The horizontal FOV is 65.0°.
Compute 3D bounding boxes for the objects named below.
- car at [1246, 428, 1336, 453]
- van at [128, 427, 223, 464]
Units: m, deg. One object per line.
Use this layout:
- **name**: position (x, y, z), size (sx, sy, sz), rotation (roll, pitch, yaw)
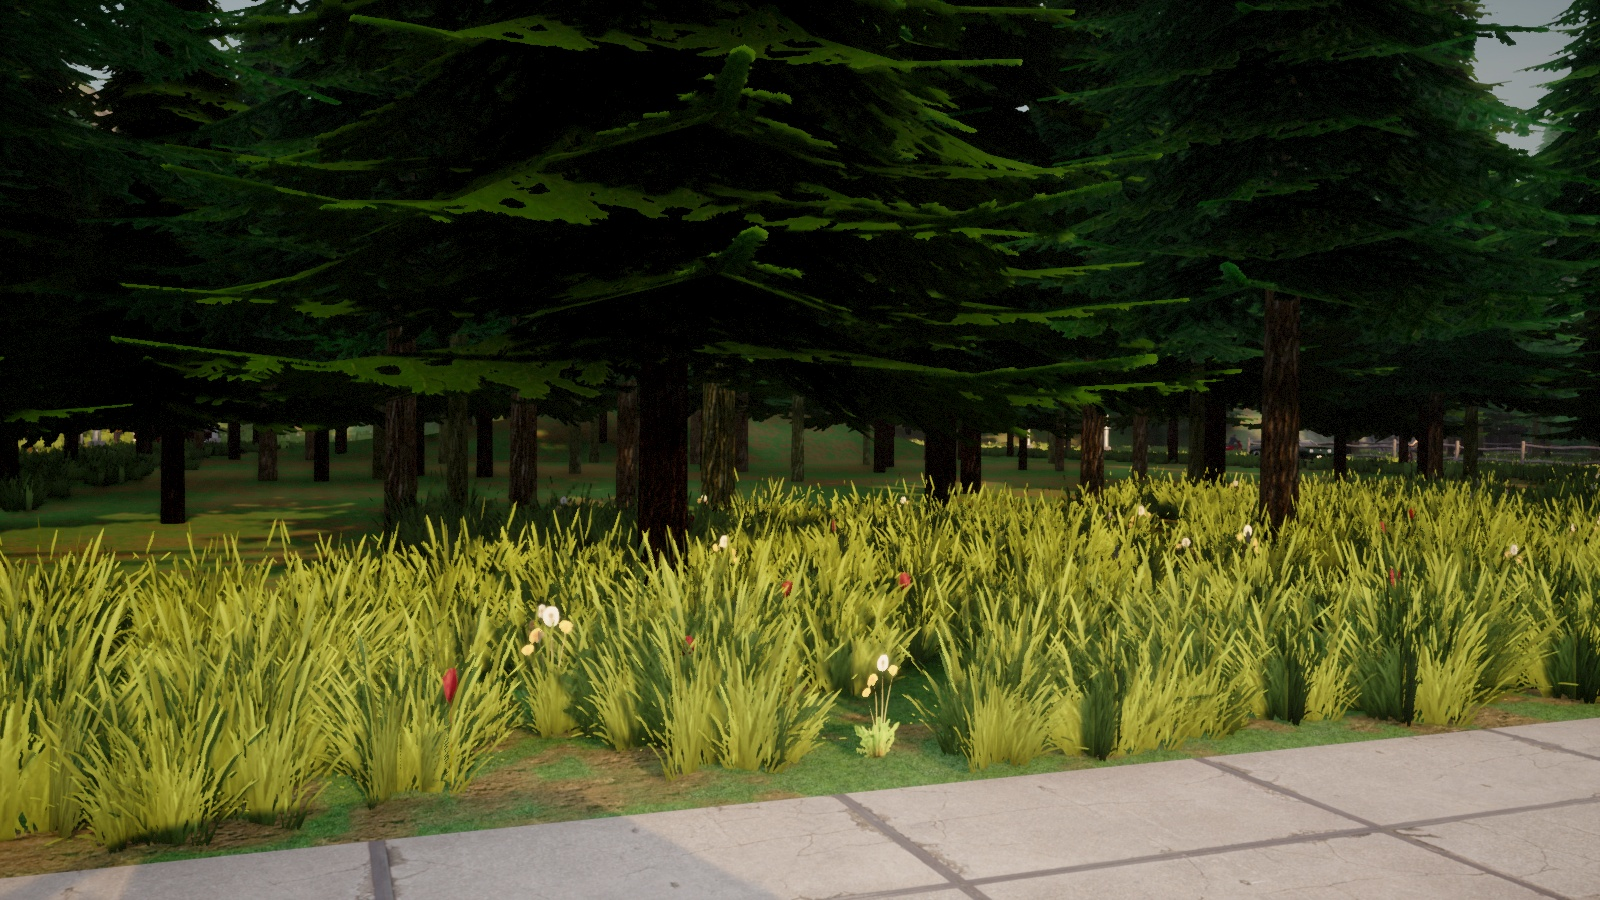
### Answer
- **car**: position (26.716, -0.531, 68.480), size (1.895, 1.301, 4.718), rotation (-1, 1, -20)
- **van**: position (-36.106, -0.297, 72.659), size (2.069, 2.038, 4.480), rotation (0, 1, 31)
